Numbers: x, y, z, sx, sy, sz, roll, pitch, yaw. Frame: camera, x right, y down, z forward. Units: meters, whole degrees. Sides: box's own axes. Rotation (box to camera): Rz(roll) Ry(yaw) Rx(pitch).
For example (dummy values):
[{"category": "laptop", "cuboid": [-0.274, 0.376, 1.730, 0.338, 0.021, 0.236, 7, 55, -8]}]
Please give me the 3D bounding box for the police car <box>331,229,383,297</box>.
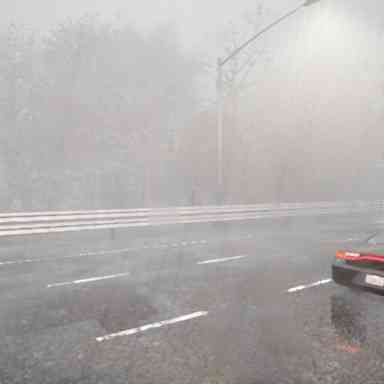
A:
[{"category": "police car", "cuboid": [5.418, 1.468, 7.592, 4.974, 1.542, 2.038, 0, 0, -34]}]
